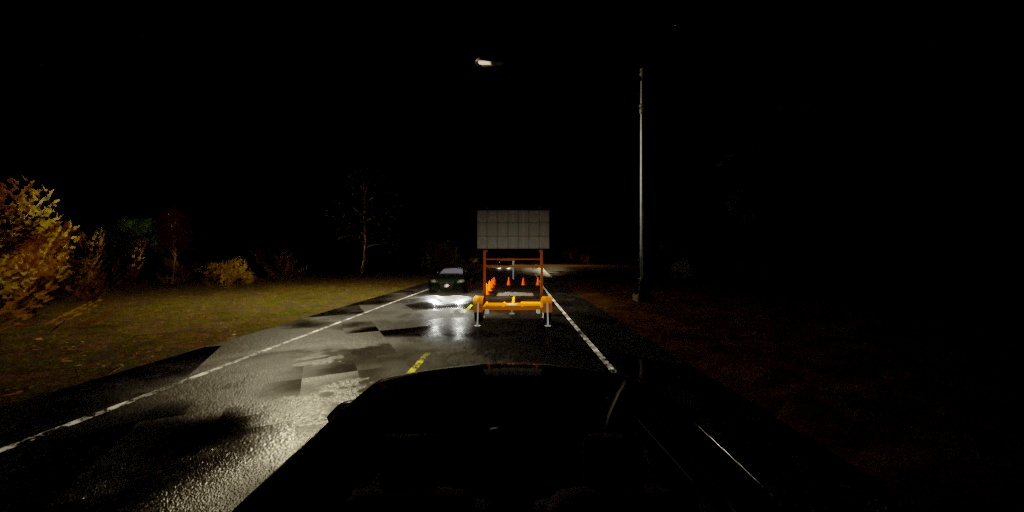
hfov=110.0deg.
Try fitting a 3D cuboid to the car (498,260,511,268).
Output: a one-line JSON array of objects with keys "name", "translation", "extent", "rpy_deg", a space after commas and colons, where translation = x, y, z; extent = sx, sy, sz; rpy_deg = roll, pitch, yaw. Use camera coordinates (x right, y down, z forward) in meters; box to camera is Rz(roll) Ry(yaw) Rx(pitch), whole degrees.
[{"name": "car", "translation": [-1.284, 1.089, 62.683], "extent": [2.097, 1.767, 4.553], "rpy_deg": [0, 0, 4]}]

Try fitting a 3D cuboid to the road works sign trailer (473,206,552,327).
[{"name": "road works sign trailer", "translation": [0.042, 0.214, 11.569], "extent": [2.380, 3.560, 2.880], "rpy_deg": [0, 0, 1]}]

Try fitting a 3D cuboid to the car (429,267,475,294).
[{"name": "car", "translation": [-3.268, 1.312, 20.149], "extent": [1.994, 1.385, 4.181], "rpy_deg": [0, 0, 1]}]
